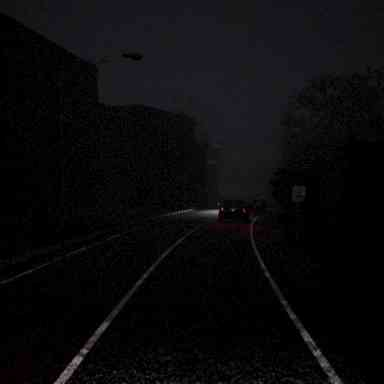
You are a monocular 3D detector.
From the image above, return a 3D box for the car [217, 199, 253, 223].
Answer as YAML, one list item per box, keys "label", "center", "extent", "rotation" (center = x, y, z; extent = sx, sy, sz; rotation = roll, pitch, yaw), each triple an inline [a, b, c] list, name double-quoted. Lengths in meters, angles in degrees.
- label: "car"
  center: [3.416, 1.330, 26.019]
  extent: [2.097, 1.767, 4.553]
  rotation: [1, 0, 12]

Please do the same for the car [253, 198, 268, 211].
- label: "car"
  center: [8.478, 1.575, 42.146]
  extent: [2.128, 1.511, 4.902]
  rotation: [2, 0, 21]

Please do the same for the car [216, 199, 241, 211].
- label: "car"
  center: [4.640, 1.549, 41.894]
  extent: [1.895, 1.301, 4.718]
  rotation: [2, 0, 21]
